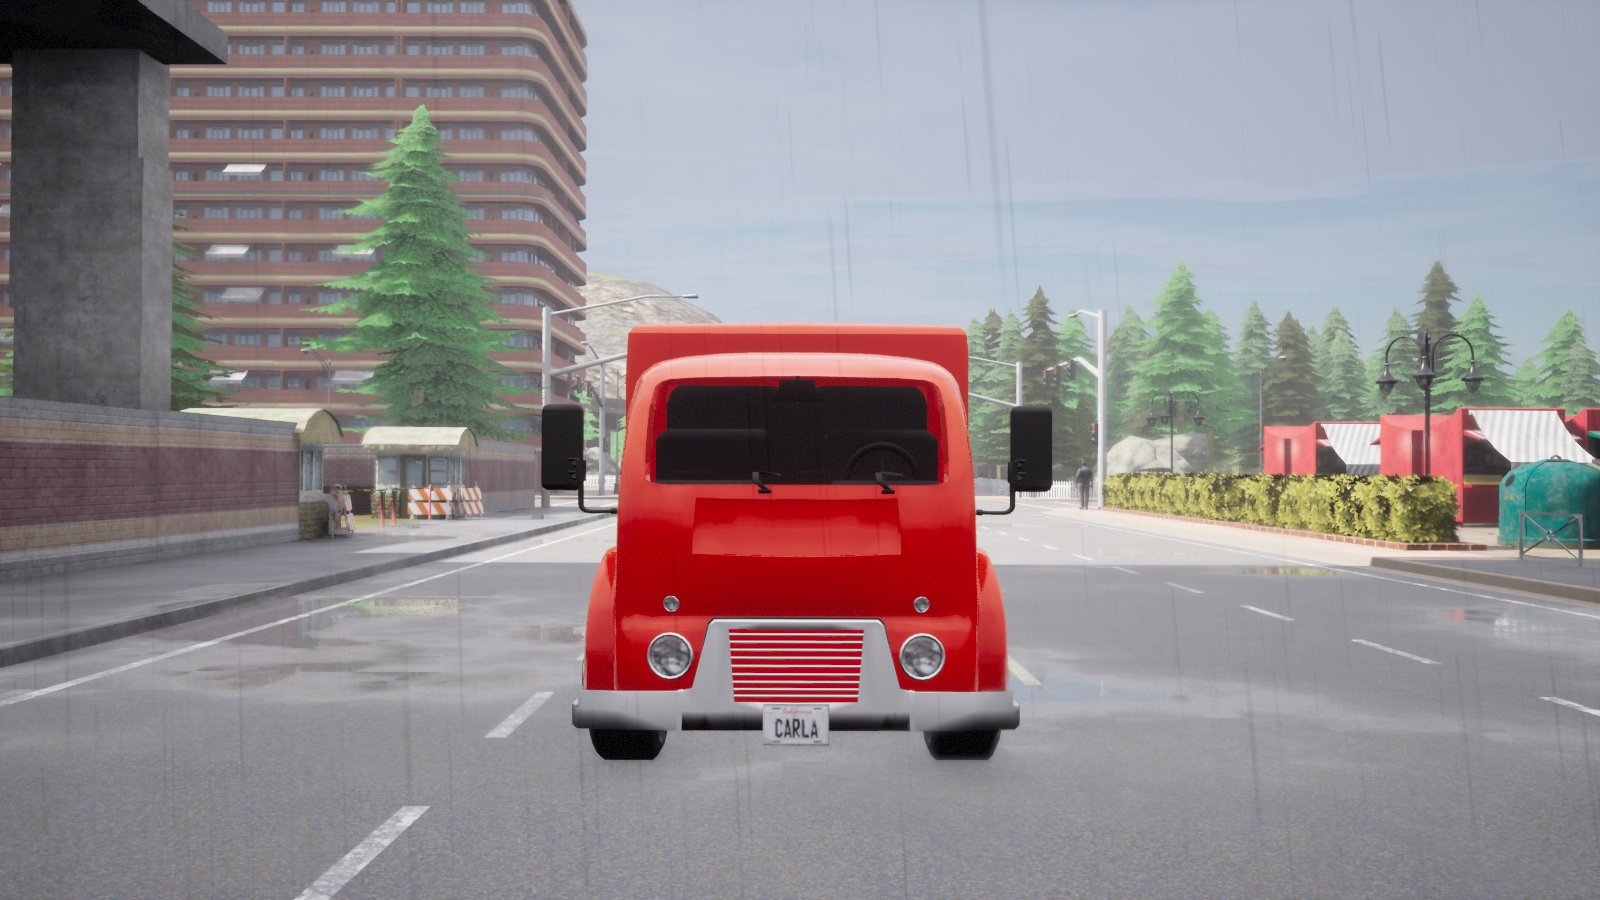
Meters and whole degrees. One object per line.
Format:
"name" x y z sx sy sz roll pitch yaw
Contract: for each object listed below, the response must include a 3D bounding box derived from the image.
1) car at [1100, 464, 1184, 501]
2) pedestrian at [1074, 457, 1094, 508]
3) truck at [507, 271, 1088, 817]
"car" 17.762 1.690 65.387 3.866 1.878 1.905 0 -1 0
"pedestrian" 10.594 1.210 46.794 0.563 1.883 0.849 0 -1 2
"truck" -0.022 0.467 8.307 2.627 2.467 5.204 0 -1 0
